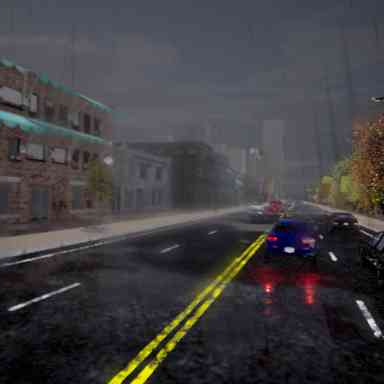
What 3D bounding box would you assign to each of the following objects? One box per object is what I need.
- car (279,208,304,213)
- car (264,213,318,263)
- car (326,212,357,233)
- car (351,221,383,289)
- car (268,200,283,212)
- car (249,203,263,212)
[{"bbox_3d":[8.193,2.188,26.441,1.895,1.301,4.718,1,-1,18],"label":"car"},{"bbox_3d":[4.013,1.819,13.383,1.812,1.442,4.674,1,-1,18],"label":"car"},{"bbox_3d":[10.800,2.178,23.987,2.033,1.411,5.357,1,-1,19],"label":"car"},{"bbox_3d":[6.210,1.857,9.692,2.033,1.411,5.357,1,-1,18],"label":"car"},{"bbox_3d":[14.161,2.369,55.933,2.150,2.045,5.566,1,-1,18],"label":"car"},{"bbox_3d":[11.080,2.598,56.995,1.812,1.442,4.674,1,-1,18],"label":"car"}]
